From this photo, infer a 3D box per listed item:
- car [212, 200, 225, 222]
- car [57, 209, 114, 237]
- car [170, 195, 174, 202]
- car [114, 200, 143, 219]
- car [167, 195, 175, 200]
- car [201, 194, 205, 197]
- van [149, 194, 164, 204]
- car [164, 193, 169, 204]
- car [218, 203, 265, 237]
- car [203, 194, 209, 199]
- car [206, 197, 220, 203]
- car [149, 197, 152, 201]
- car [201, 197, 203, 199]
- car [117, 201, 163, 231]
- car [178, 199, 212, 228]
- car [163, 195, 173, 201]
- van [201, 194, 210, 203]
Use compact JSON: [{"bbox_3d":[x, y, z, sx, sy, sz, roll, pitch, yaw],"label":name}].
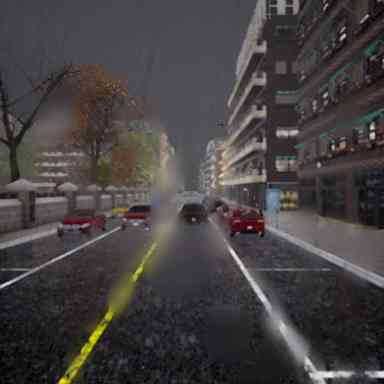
[{"bbox_3d":[2.686,1.516,23.296,1.887,1.381,4.507,0,0,0],"label":"car"},{"bbox_3d":[-5.693,1.560,17.761,1.802,1.307,4.206,0,0,0],"label":"car"},{"bbox_3d":[-5.697,1.245,73.112,2.192,1.841,5.009,0,0,0],"label":"car"},{"bbox_3d":[-5.694,1.491,28.661,1.752,1.417,4.829,0,0,0],"label":"car"},{"bbox_3d":[-5.696,1.503,89.718,1.802,1.307,4.206,0,0,0],"label":"car"},{"bbox_3d":[2.685,1.504,62.043,1.947,1.339,4.313,0,0,0],"label":"car"},{"bbox_3d":[-5.697,1.288,50.970,1.690,1.788,3.998,0,0,0],"label":"van"},{"bbox_3d":[-5.697,1.257,56.506,2.192,1.841,5.009,0,0,0],"label":"car"},{"bbox_3d":[2.687,1.522,17.761,1.887,1.381,4.507,0,0,0],"label":"car"},{"bbox_3d":[2.685,1.396,39.902,1.967,1.590,4.097,0,0,0],"label":"car"},{"bbox_3d":[2.686,1.527,34.367,1.947,1.339,4.313,0,0,0],"label":"car"},{"bbox_3d":[-5.695,1.512,34.366,2.008,1.369,4.403,0,0,0],"label":"car"},{"bbox_3d":[0.099,1.555,41.516,1.895,1.301,4.718,0,0,0],"label":"car"},{"bbox_3d":[-3.091,1.500,20.519,1.812,1.442,4.674,0,0,0],"label":"car"},{"bbox_3d":[0.097,1.451,21.817,1.882,1.535,5.008,0,0,0],"label":"car"},{"bbox_3d":[-5.696,1.493,78.648,1.947,1.339,4.313,0,0,0],"label":"car"},{"bbox_3d":[2.683,1.275,67.578,1.690,1.788,3.998,0,0,0],"label":"van"}]
